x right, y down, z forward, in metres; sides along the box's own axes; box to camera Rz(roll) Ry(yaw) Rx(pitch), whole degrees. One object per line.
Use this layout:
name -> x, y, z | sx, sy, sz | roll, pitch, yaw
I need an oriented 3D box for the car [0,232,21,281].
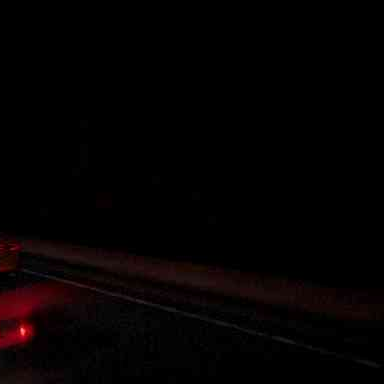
car -> -6.328, 1.438, 8.501 | 5.008, 1.535, 1.882 | 0, 0, 36
